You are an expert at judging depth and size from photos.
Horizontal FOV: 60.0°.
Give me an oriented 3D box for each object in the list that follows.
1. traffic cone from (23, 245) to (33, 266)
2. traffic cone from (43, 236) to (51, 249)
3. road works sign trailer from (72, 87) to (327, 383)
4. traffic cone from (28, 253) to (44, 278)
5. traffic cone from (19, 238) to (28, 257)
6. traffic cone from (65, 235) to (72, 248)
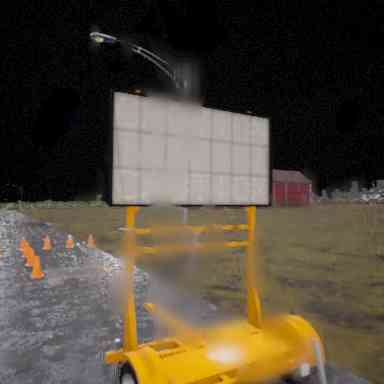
[{"bbox_3d":[-5.594,2.234,11.564,0.340,0.580,0.340,1,-2,-30],"label":"traffic cone"},{"bbox_3d":[-6.754,2.334,15.519,0.340,0.580,0.340,1,-2,-30],"label":"traffic cone"},{"bbox_3d":[-0.018,0.594,4.434,2.380,3.560,2.880,1,-2,-31],"label":"road works sign trailer"},{"bbox_3d":[-4.583,2.195,9.838,0.340,0.580,0.340,1,-2,-30],"label":"traffic cone"},{"bbox_3d":[-6.605,2.274,13.289,0.340,0.580,0.340,1,-2,-30],"label":"traffic cone"},{"bbox_3d":[-5.891,2.356,16.024,0.340,0.580,0.340,1,-2,-30],"label":"traffic cone"}]
